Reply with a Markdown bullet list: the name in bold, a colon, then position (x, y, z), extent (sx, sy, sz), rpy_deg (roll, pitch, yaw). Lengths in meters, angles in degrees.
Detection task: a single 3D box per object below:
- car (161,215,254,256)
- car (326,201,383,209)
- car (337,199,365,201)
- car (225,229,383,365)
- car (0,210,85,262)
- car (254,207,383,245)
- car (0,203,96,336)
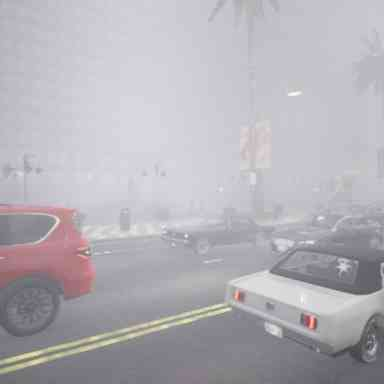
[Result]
- **car**: position (1.138, 1.602, 13.331), extent (4.718, 1.301, 1.895), rpy_deg (0, 0, -35)
- **car**: position (9.947, 1.492, 19.676), extent (4.902, 1.511, 2.128), rpy_deg (0, 0, -35)
- **car**: position (11.332, 1.355, 24.454), extent (4.553, 1.767, 2.185), rpy_deg (0, 0, -36)
- **car**: position (2.928, 1.601, 5.850), extent (4.718, 1.301, 1.895), rpy_deg (0, 0, -36)
- **car**: position (-6.531, 1.514, 11.730), extent (4.786, 1.482, 2.161), rpy_deg (0, 0, -36)
- **car**: position (4.788, 1.493, 11.636), extent (4.902, 1.511, 2.128), rpy_deg (0, 0, -35)
- **car**: position (-4.361, 1.224, 5.153), extent (5.566, 2.045, 2.150), rpy_deg (0, 0, -35)
